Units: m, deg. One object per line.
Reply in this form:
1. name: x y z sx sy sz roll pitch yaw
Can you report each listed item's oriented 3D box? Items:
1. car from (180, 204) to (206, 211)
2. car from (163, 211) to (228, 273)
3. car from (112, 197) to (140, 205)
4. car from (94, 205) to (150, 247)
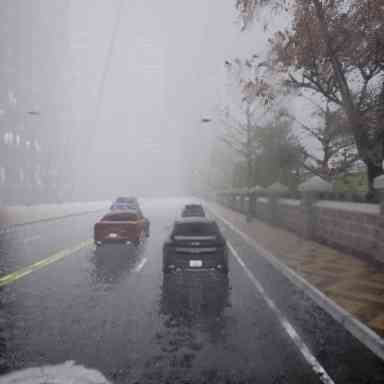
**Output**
1. car: 0.106 1.707 27.169 1.837 1.490 4.892 0 0 0
2. car: 0.100 1.585 10.918 1.837 1.490 4.892 0 0 0
3. car: -6.514 1.466 32.801 2.150 2.045 5.566 0 -1 0
4. car: -3.144 1.593 15.737 1.882 1.535 5.008 0 0 0
